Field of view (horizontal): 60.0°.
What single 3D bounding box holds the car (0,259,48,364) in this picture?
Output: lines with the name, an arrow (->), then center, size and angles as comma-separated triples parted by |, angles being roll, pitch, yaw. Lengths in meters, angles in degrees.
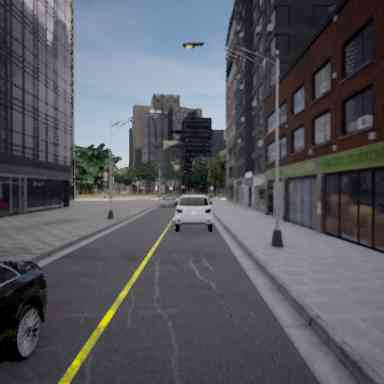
car -> -3.090, 1.485, 3.091 | 2.128, 1.511, 4.902 | 0, 0, 0

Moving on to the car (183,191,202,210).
car -> 0.104, 0.977, 40.792 | 2.150, 2.045, 5.566 | 0, 1, 0

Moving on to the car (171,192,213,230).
car -> 0.103, 1.163, 20.532 | 2.150, 2.045, 5.566 | 0, 1, 0

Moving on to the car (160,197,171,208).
car -> -3.077, 1.331, 42.921 | 1.895, 1.301, 4.718 | 0, 1, 0
